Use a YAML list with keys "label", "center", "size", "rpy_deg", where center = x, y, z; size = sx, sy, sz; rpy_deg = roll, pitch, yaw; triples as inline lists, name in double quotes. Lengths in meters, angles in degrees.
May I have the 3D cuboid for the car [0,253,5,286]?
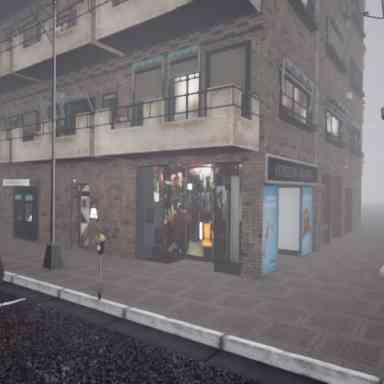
- label: "car"
  center: [-6.032, 1.522, 7.556]
  size: [4.674, 1.442, 1.812]
  rpy_deg: [0, 0, 35]
